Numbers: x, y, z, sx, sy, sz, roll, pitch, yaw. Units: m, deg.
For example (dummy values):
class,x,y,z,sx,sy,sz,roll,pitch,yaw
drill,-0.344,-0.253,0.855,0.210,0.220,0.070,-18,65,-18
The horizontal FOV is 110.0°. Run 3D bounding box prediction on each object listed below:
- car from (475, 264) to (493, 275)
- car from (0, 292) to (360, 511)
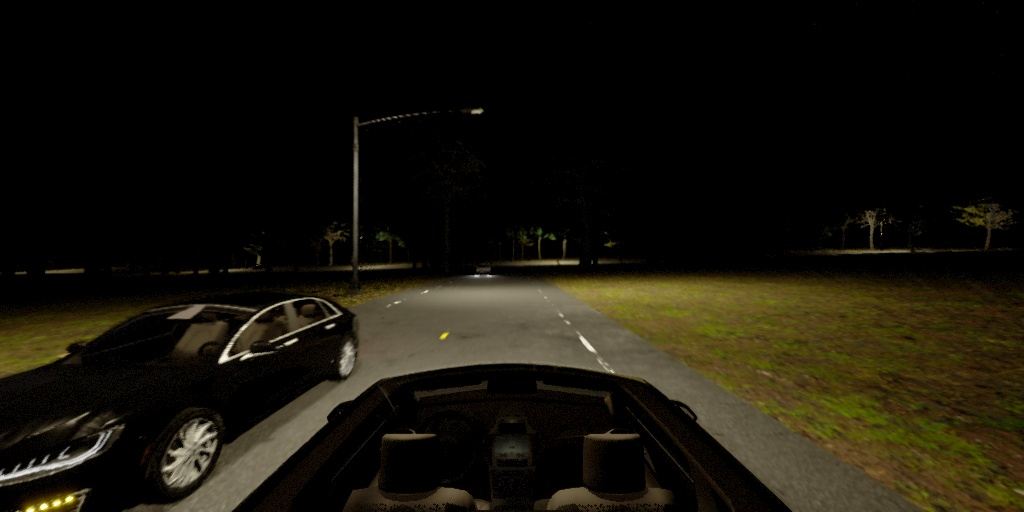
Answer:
class,x,y,z,sx,sy,sz,roll,pitch,yaw
car,-3.593,1.689,45.643,1.812,1.442,4.674,0,-1,0
car,-3.602,1.280,4.495,1.837,1.490,4.892,0,-1,0
